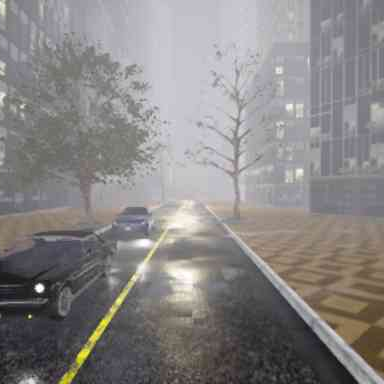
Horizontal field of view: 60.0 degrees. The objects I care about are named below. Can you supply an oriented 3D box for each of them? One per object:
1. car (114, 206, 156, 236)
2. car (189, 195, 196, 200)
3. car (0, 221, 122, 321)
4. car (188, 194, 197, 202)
[{"bbox_3d":[-3.064,1.501,18.272,1.812,1.442,4.674,0,0,0],"label":"car"},{"bbox_3d":[0.121,1.404,86.577,1.812,1.442,4.674,0,0,0],"label":"car"},{"bbox_3d":[-3.090,1.587,7.364,1.895,1.301,4.718,0,0,1],"label":"car"},{"bbox_3d":[0.107,1.325,76.518,2.097,1.767,4.553,0,0,0],"label":"car"}]
